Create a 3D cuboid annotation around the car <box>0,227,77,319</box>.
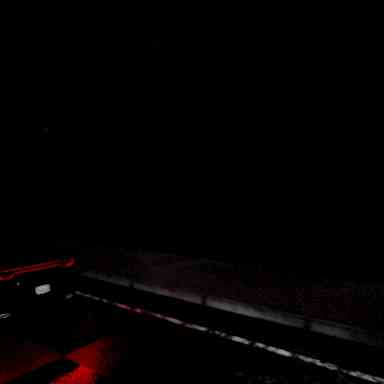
[{"bbox_3d":[-4.527,1.468,6.942,5.008,1.535,1.882,0,0,34],"label":"car"}]
